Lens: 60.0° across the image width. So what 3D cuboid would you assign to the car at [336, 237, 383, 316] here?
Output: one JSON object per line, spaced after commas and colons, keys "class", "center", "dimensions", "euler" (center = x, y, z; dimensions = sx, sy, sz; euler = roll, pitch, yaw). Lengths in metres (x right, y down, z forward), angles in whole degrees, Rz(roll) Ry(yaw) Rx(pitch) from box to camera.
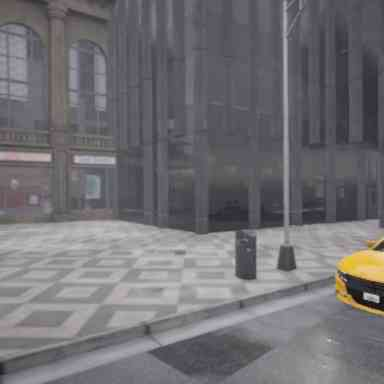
{"class": "car", "center": [4.990, 1.461, 6.907], "dimensions": [5.008, 1.535, 1.882], "euler": [0, 0, -35]}
